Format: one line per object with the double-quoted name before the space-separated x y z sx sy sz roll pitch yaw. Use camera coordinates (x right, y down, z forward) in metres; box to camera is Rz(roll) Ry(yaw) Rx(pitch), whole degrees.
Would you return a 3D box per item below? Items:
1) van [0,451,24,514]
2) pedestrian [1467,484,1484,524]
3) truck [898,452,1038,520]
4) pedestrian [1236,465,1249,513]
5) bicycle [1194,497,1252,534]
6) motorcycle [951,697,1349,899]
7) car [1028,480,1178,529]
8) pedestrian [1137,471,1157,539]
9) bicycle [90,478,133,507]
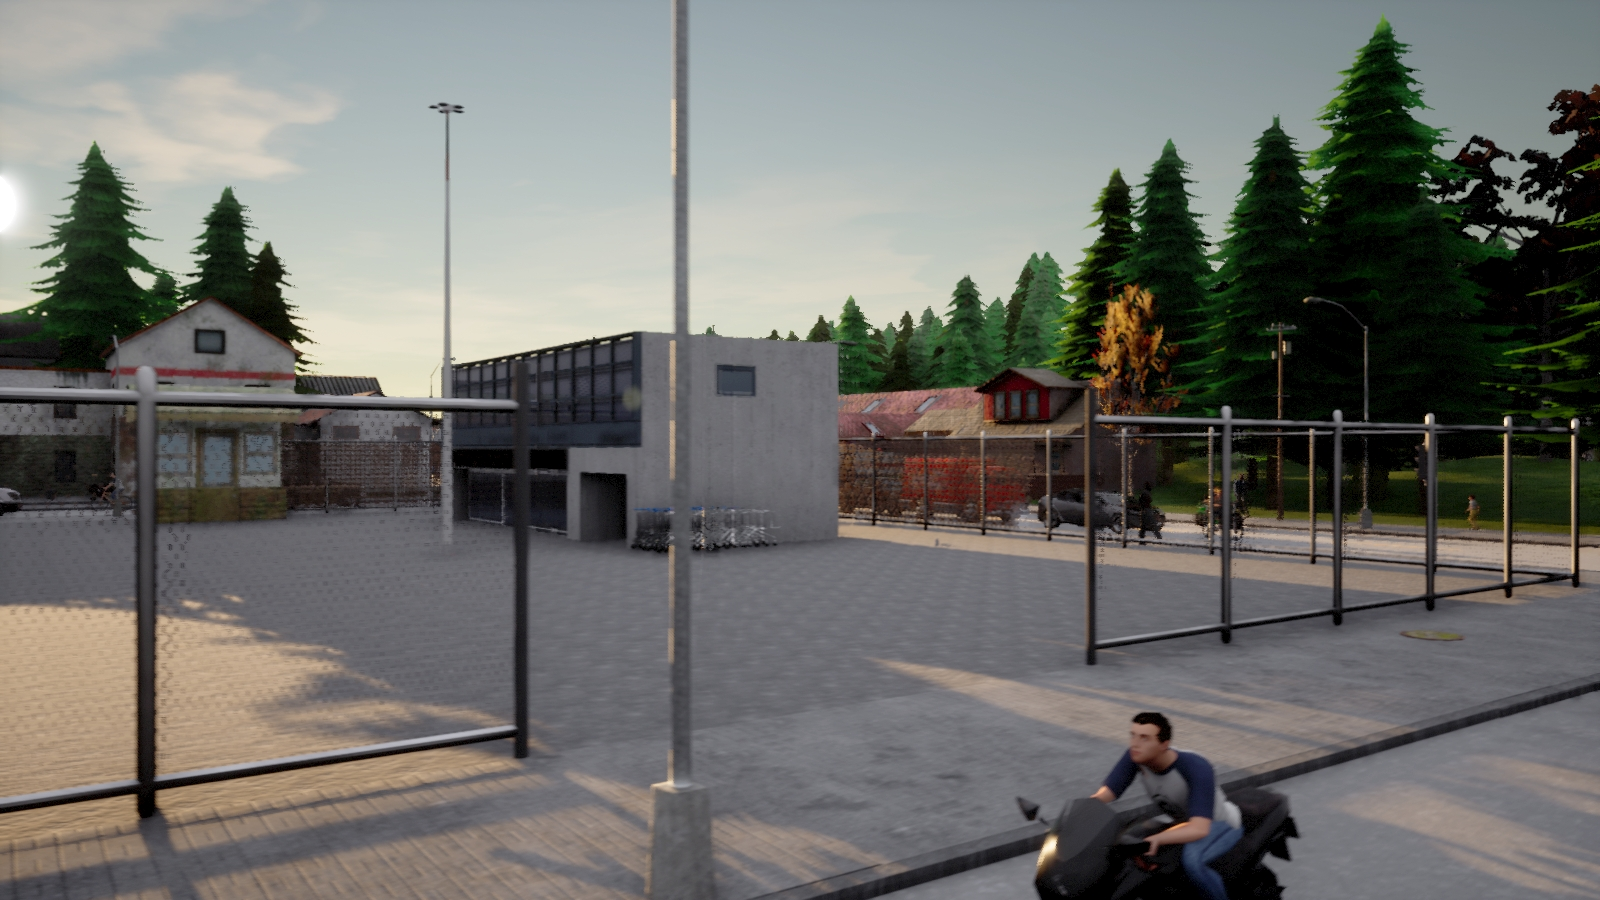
"van" -34.520 1.316 45.533 5.915 2.561 1.988 0 0 -35
"pedestrian" 22.621 1.806 38.263 0.375 1.300 0.375 0 0 -38
"truck" 6.594 1.340 45.436 2.627 2.467 5.204 0 0 -35
"pedestrian" 17.376 1.525 44.821 0.375 1.860 0.375 0 0 3
"bicycle" 13.275 2.037 35.861 0.859 1.080 1.487 0 0 -35
"motorcycle" 1.778 1.993 5.662 2.033 1.145 0.803 0 0 -35
"car" 10.474 1.843 39.863 2.163 1.488 4.792 0 0 -35
"pedestrian" 9.664 1.516 31.793 0.375 1.860 0.375 0 0 -35
"bicycle" -31.615 1.937 52.470 1.643 1.296 0.373 0 0 -35
